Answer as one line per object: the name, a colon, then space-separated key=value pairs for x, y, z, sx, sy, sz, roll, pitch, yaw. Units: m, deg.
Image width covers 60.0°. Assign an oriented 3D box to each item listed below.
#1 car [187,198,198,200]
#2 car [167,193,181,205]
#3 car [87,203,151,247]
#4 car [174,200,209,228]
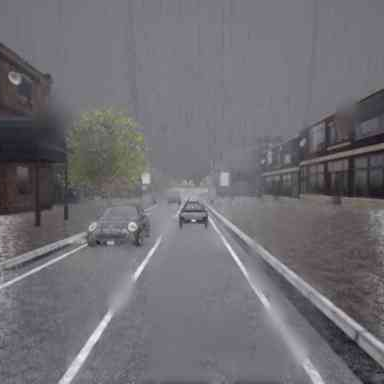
car: x=0.091 y=1.531 z=40.780 sx=2.128 sy=1.511 sz=4.902 roll=0 pitch=0 yaw=0
car: x=-3.052 y=1.183 z=57.890 sx=2.150 sy=2.045 sz=5.566 roll=0 pitch=1 yaw=1
car: x=-3.102 y=1.357 z=14.914 sx=2.097 sy=1.767 sz=4.553 roll=0 pitch=0 yaw=0
car: x=0.095 y=1.514 z=22.461 sx=2.128 sy=1.511 sz=4.902 roll=0 pitch=0 yaw=0
